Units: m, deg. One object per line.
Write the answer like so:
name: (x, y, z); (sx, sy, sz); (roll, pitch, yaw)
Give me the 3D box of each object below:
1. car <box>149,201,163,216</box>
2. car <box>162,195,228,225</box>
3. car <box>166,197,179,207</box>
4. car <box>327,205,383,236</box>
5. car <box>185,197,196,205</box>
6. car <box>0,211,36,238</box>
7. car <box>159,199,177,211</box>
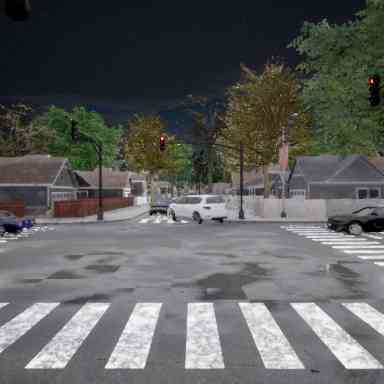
car: (-3.032, 1.567, 32.879); (2.033, 1.411, 5.357); (0, 0, 0)
car: (0.337, 1.229, 24.747); (2.150, 2.045, 5.566); (-2, 1, -34)
car: (-3.032, 1.568, 53.018); (1.812, 1.442, 4.674); (0, 0, 0)
car: (9.645, 1.410, 17.254); (5.008, 1.535, 1.882); (0, 0, 0)
car: (-0.205, 1.621, 63.447); (1.994, 1.385, 4.181); (0, 0, 0)
car: (-10.870, 1.656, 17.278); (4.718, 1.301, 1.895); (0, 0, 0)
car: (-3.013, 1.594, 42.768); (1.994, 1.385, 4.181); (0, 0, 0)
